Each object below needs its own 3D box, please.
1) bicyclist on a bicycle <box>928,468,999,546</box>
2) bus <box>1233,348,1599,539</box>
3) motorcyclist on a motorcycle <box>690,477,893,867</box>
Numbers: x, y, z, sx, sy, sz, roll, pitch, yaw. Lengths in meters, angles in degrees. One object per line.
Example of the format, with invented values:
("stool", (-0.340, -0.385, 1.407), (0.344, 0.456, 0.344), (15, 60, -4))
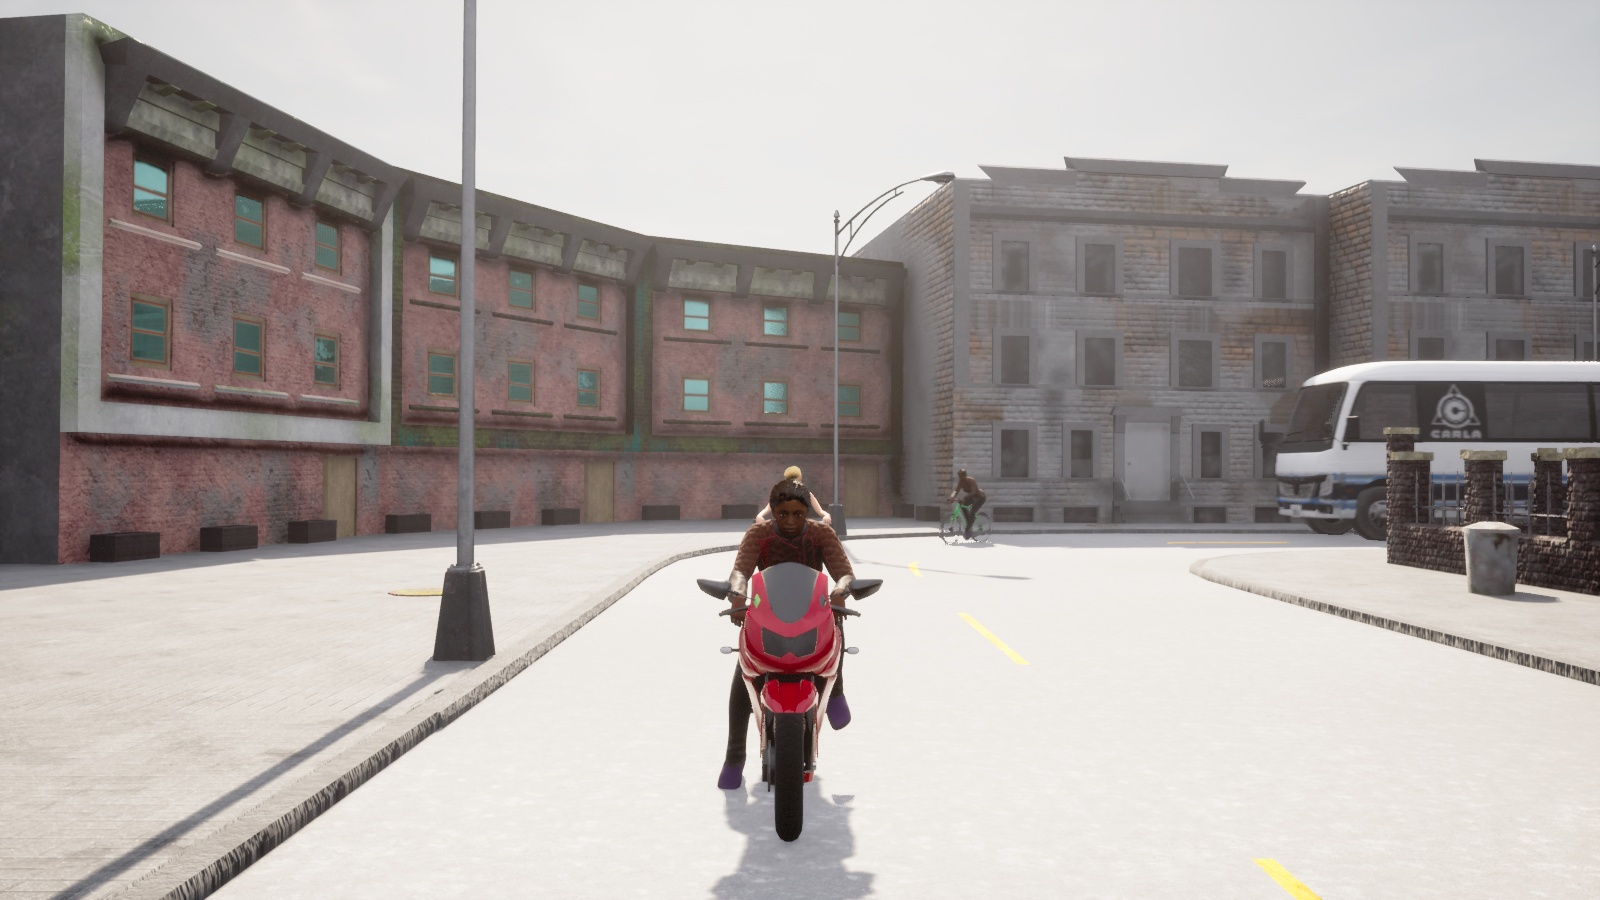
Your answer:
("bicyclist on a bicycle", (3.550, 1.211, 27.185), (1.656, 1.620, 0.582), (0, 0, -42))
("bus", (16.249, -0.121, 30.199), (10.273, 4.253, 3.944), (0, -1, 0))
("motorcyclist on a motorcycle", (-0.041, 0.897, 5.981), (0.797, 1.523, 2.044), (0, -1, 0))
